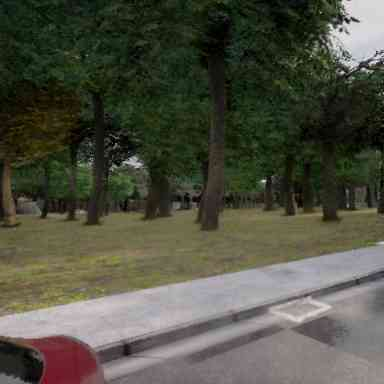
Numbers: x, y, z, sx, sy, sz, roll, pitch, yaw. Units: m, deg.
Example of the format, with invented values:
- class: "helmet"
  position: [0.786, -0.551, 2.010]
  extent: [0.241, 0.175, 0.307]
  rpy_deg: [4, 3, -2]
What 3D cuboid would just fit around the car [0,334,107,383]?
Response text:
- class: "car"
  position: [-2.550, 1.520, 1.243]
  extent: [4.674, 1.442, 1.812]
  rpy_deg: [0, 0, -35]
